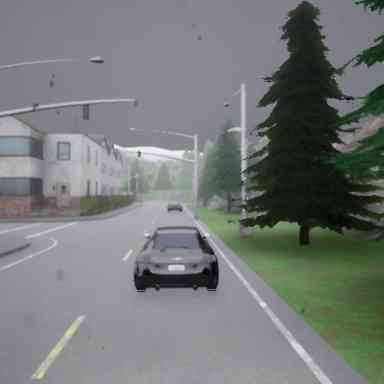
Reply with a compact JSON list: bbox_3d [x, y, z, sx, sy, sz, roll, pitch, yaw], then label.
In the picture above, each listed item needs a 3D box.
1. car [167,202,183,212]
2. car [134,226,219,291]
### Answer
[{"bbox_3d":[-2.195,1.893,42.718,1.895,1.301,4.718,0,0,-3],"label":"car"},{"bbox_3d":[-0.411,1.627,9.197,1.994,1.385,4.181,0,0,-2],"label":"car"}]
